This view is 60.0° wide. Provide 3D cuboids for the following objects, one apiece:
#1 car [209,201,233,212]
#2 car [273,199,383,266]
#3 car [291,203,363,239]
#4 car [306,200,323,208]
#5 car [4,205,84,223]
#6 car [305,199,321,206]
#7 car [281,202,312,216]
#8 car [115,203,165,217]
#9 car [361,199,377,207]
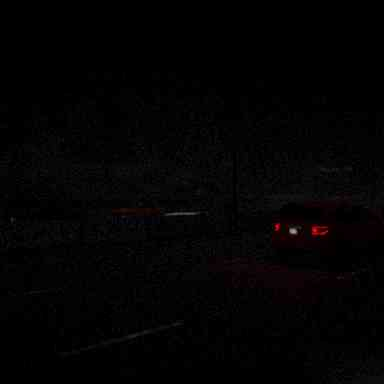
[{"bbox_3d":[4.285,2.000,45.782,2.128,1.511,4.902,0,-1,41],"label":"car"},{"bbox_3d":[5.347,1.376,12.464,5.566,2.045,2.150,0,0,-39],"label":"car"},{"bbox_3d":[7.973,1.587,19.396,4.553,1.767,2.097,1,-1,-42],"label":"car"},{"bbox_3d":[23.713,2.322,64.327,1.994,1.385,4.181,0,-1,38],"label":"car"},{"bbox_3d":[-10.045,1.696,22.786,5.008,1.535,1.882,0,0,-38],"label":"car"},{"bbox_3d":[26.944,2.341,74.035,1.882,1.535,5.008,0,-1,38],"label":"car"},{"bbox_3d":[12.314,1.986,38.984,1.812,1.442,4.674,0,-1,41],"label":"car"},{"bbox_3d":[-4.869,1.806,31.603,5.008,1.535,1.882,1,-1,-42],"label":"car"},{"bbox_3d":[37.676,2.321,70.633,2.128,1.511,4.902,0,-1,39],"label":"car"}]
